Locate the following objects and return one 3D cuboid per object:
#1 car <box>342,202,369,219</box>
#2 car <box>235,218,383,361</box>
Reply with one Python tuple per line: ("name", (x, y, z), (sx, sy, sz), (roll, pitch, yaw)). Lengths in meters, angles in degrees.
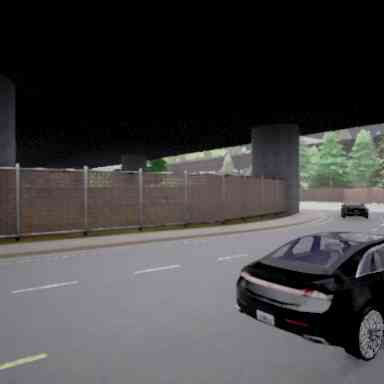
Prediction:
("car", (13.276, 1.474, 27.150), (1.895, 1.301, 4.718), (0, 0, 23))
("car", (2.962, 1.465, 5.896), (4.902, 1.511, 2.128), (0, 0, -36))
